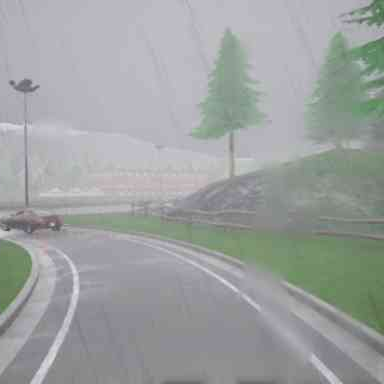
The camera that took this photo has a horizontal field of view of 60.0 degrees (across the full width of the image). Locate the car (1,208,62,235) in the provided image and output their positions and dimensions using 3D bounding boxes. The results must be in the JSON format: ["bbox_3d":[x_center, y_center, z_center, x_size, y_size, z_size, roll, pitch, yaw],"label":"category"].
[{"bbox_3d":[-9.764,1.707,20.251,4.674,1.442,1.812,-1,0,37],"label":"car"}]

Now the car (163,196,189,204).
[{"bbox_3d":[-3.500,1.522,65.795,4.892,1.490,1.837,-1,0,-43],"label":"car"}]
